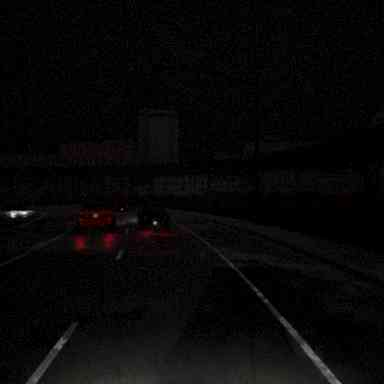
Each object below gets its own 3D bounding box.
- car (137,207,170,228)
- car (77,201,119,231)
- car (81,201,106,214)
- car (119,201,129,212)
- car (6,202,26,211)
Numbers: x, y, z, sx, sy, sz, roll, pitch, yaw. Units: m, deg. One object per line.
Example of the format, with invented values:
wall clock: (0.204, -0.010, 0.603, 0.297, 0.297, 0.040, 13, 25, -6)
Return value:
car: (-2.774, 1.657, 22.919, 1.895, 1.301, 4.718, 0, 0, -13)
car: (-5.980, 1.412, 21.209, 2.097, 1.767, 4.553, 0, 0, -11)
car: (-11.847, 1.805, 39.708, 2.033, 1.411, 5.357, 0, 0, -25)
car: (-9.542, 1.856, 42.857, 1.895, 1.301, 4.718, 0, 0, -25)
car: (-25.659, 2.098, 48.518, 1.895, 1.301, 4.718, -1, -1, -40)
